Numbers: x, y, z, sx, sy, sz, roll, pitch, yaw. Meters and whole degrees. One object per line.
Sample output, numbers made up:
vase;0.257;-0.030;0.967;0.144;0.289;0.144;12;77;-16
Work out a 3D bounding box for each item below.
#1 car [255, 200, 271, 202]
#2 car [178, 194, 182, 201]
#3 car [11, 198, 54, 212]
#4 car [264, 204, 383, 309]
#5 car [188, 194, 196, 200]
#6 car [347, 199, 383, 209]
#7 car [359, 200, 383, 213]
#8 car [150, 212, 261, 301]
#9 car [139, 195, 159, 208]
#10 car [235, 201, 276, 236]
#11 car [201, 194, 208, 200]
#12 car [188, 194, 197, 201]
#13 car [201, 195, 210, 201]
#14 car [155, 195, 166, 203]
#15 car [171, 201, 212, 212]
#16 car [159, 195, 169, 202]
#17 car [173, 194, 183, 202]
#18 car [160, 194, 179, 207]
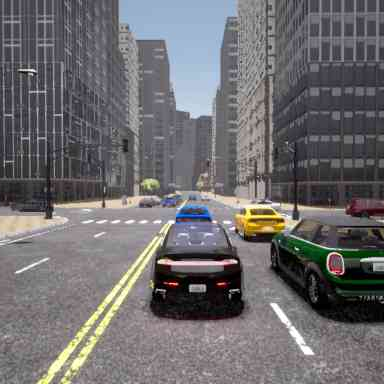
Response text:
car;6.983;1.564;34.716;4.674;1.442;1.812;1;1;-9
car;-3.275;1.519;58.249;1.994;1.385;4.181;0;0;1
car;-17.093;1.376;35.753;4.181;1.385;1.994;1;1;1
car;3.356;1.348;8.017;2.097;1.767;4.553;0;0;0
car;0.079;1.267;90.614;2.128;1.511;4.902;0;0;0
car;16.226;1.519;29.392;5.009;1.841;2.192;1;0;1
car;21.842;1.643;37.673;4.829;1.417;1.752;1;0;1
car;0.105;1.488;8.304;2.128;1.511;4.902;0;0;0
car;-6.543;1.513;49.076;2.033;1.411;5.357;0;0;0
car;3.363;1.469;17.196;1.882;1.535;5.008;0;0;0
car;3.329;1.337;90.640;1.895;1.301;4.718;0;0;0
car;0.070;1.273;80.581;2.097;1.767;4.553;0;0;0
car;3.321;1.513;80.638;1.895;1.301;4.718;0;0;0
car;-6.450;1.448;67.984;1.837;1.490;4.892;0;0;0
car;0.118;1.468;17.809;1.882;1.535;5.008;0;0;1
car;-6.434;1.482;77.962;1.994;1.385;4.181;0;0;0
car;-3.184;1.286;77.128;2.097;1.767;4.553;0;0;0
car;-3.297;1.491;49.504;1.812;1.442;4.674;0;0;0
